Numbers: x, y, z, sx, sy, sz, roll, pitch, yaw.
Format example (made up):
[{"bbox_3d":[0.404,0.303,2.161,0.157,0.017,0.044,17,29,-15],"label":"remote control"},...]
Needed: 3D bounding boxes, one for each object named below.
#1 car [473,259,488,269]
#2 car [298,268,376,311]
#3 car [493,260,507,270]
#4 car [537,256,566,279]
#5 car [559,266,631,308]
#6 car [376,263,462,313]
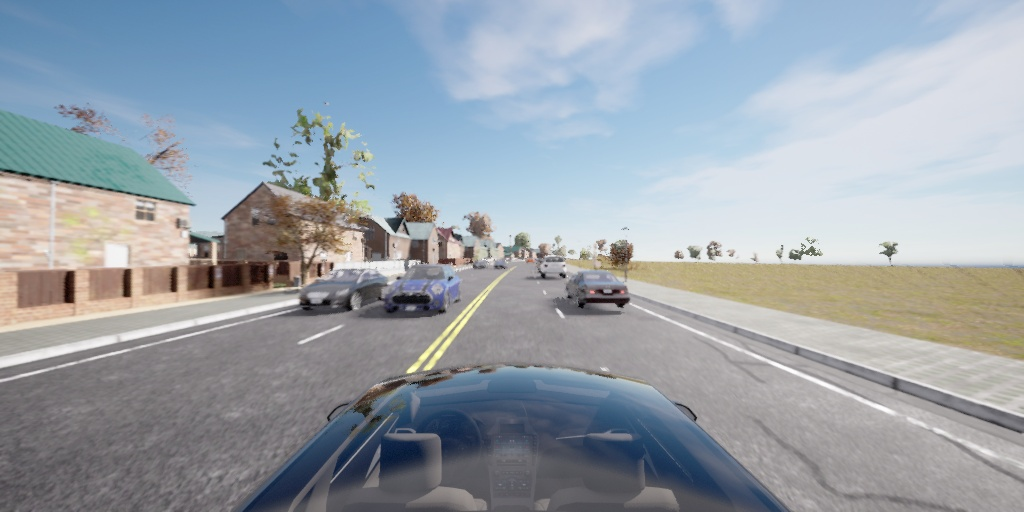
[{"bbox_3d":[-4.928,1.275,56.025,2.128,1.511,4.902,0,0,4],"label":"car"},{"bbox_3d":[-6.496,1.240,14.432,2.128,1.511,4.902,0,0,1],"label":"car"},{"bbox_3d":[-1.737,1.331,54.931,2.033,1.411,5.357,0,0,4],"label":"car"},{"bbox_3d":[3.803,0.994,33.590,2.150,2.045,5.566,0,0,2],"label":"car"},{"bbox_3d":[3.446,1.309,15.317,2.033,1.411,5.357,0,0,1],"label":"car"},{"bbox_3d":[-3.251,1.104,13.870,2.097,1.767,4.553,0,0,1],"label":"car"}]
